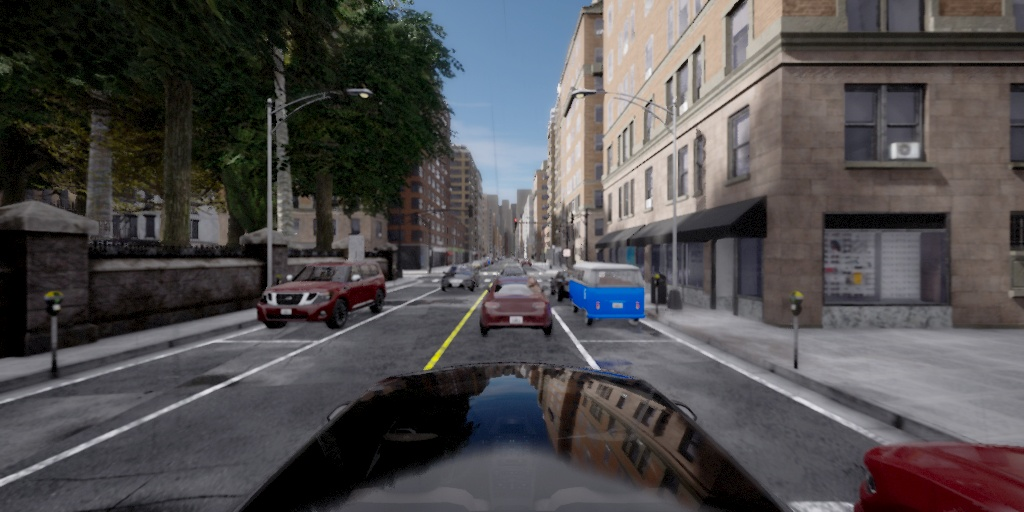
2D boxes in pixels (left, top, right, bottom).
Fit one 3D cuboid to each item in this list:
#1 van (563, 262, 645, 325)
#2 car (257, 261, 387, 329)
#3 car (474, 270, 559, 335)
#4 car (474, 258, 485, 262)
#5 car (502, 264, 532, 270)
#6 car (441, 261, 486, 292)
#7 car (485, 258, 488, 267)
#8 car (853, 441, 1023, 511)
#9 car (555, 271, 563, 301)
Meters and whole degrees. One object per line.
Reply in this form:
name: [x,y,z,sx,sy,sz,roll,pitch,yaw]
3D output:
van: [2.861,1.110,11.549,1.690,1.789,3.998,0,0,0]
car: [-5.664,1.083,11.512,2.192,1.841,5.009,0,0,0]
car: [0.110,1.293,10.463,1.812,1.442,4.674,0,0,0]
car: [-5.648,1.354,55.031,1.751,1.417,4.829,0,0,0]
car: [0.084,1.388,23.408,1.895,1.301,4.718,0,0,-1]
car: [-2.996,1.278,21.581,2.128,1.511,4.902,0,0,0]
car: [-5.646,1.388,60.651,2.007,1.370,4.403,0,0,0]
car: [2.856,1.292,0.228,1.888,1.381,4.507,0,0,0]
car: [2.863,1.344,17.210,1.948,1.339,4.313,0,0,0]
